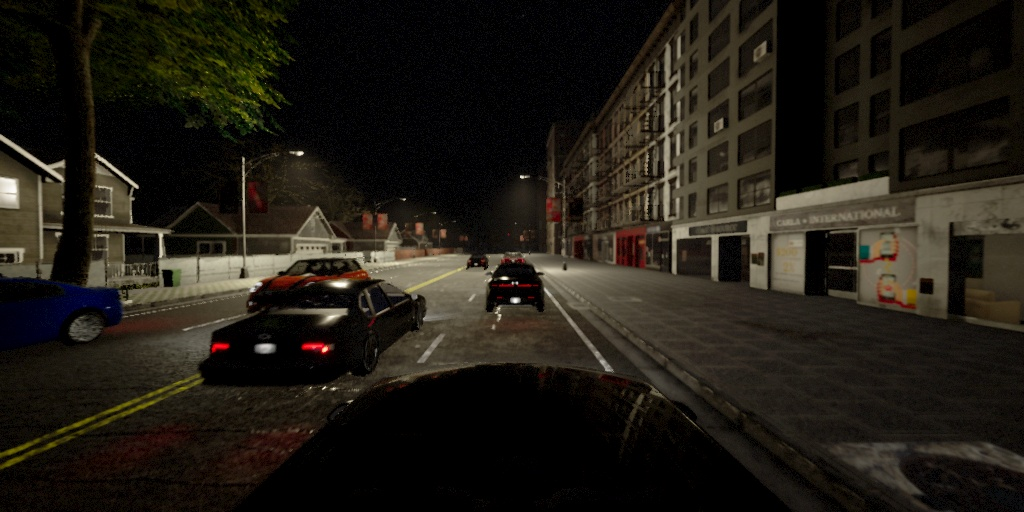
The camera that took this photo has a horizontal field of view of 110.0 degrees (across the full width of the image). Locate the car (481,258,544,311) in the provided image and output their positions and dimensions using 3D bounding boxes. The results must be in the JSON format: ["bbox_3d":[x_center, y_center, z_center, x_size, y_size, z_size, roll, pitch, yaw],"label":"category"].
[{"bbox_3d":[0.103,0.989,12.911,1.837,1.490,4.892,0,1,0],"label":"car"}]

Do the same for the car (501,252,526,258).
[{"bbox_3d":[0.107,0.399,30.814,2.097,1.767,4.553,0,1,0],"label":"car"}]

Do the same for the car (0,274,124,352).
[{"bbox_3d":[-9.849,1.125,6.062,1.882,1.535,5.008,0,1,0],"label":"car"}]

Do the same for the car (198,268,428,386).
[{"bbox_3d":[-3.149,1.170,7.089,2.033,1.411,5.357,0,1,0],"label":"car"}]

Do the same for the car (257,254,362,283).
[{"bbox_3d":[-6.595,0.853,12.220,2.097,1.767,4.553,0,1,0],"label":"car"}]

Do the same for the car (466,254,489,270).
[{"bbox_3d":[-3.142,0.503,33.620,1.812,1.442,4.674,0,1,0],"label":"car"}]
